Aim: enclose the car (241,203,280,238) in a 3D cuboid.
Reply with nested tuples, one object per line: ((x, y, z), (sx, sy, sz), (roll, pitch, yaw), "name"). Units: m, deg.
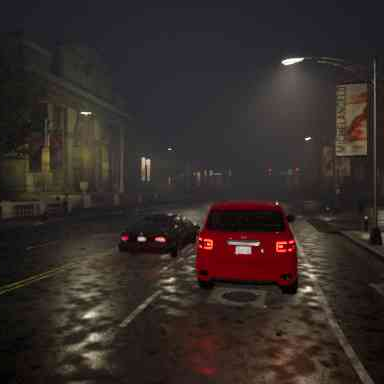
((3.942, 1.478, 18.723), (1.882, 1.535, 5.008), (0, 0, 14), "car")

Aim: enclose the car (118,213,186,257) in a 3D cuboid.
((-1.030, 1.548, 13.022), (2.033, 1.411, 5.357), (0, 0, 13), "car")

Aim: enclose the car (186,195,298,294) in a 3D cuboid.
((1.591, 1.221, 9.061), (2.150, 2.045, 5.566), (0, 0, 13), "car")
